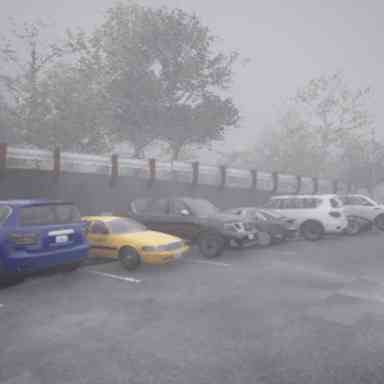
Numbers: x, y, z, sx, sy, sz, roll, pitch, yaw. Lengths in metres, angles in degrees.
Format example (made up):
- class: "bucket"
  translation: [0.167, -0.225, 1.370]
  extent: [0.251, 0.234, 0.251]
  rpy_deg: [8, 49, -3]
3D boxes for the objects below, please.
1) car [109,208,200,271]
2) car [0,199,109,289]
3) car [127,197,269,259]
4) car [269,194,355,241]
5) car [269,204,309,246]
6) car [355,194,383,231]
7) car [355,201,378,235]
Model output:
- class: "car"
  translation: [-2.607, 1.460, 10.939]
  extent: [5.366, 1.575, 1.946]
  rpy_deg: [-1, -1, 35]
- class: "car"
  translation: [-5.252, 1.232, 9.305]
  extent: [5.566, 2.045, 2.435]
  rpy_deg: [-1, 0, 34]
- class: "car"
  translation: [-0.279, 1.198, 12.774]
  extent: [5.566, 2.045, 2.435]
  rpy_deg: [-1, -1, 35]
- class: "car"
  translation: [4.595, 1.167, 16.322]
  extent: [5.566, 2.045, 2.435]
  rpy_deg: [-1, 0, 34]
- class: "car"
  translation: [2.162, 1.435, 14.532]
  extent: [4.892, 1.521, 2.231]
  rpy_deg: [-1, 0, 35]
- class: "car"
  translation: [9.568, 1.133, 19.797]
  extent: [5.566, 2.045, 2.435]
  rpy_deg: [-1, -1, 35]
- class: "car"
  translation: [7.111, 1.431, 18.038]
  extent: [4.792, 1.488, 2.163]
  rpy_deg: [-1, -1, 35]
